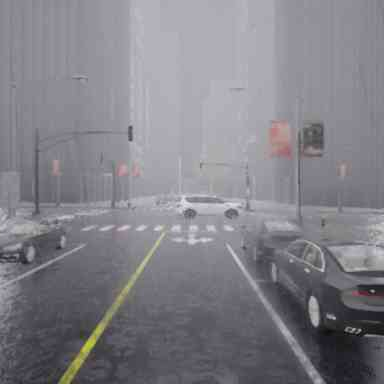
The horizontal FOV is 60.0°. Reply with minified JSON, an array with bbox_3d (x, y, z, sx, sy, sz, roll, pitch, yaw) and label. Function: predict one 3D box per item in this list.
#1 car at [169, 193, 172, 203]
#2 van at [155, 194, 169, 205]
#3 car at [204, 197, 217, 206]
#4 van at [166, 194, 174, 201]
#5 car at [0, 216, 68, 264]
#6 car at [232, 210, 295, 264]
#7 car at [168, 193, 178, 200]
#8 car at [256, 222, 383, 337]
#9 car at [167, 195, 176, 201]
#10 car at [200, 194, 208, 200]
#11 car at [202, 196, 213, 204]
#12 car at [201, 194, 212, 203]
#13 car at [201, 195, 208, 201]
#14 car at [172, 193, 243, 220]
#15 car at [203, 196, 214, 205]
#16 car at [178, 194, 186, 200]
[{"bbox_3d":[-5.444,1.518,70.369,1.947,1.339,4.313,0,0,1],"label":"car"},{"bbox_3d":[-5.540,1.299,59.344,1.690,1.788,3.998,0,0,1],"label":"van"},{"bbox_3d":[2.936,1.511,53.759,2.008,1.369,4.403,0,0,1],"label":"car"},{"bbox_3d":[-5.347,1.288,81.394,1.690,1.788,3.998,0,0,1],"label":"van"},{"bbox_3d":[-5.765,1.540,11.577,2.008,1.369,4.403,0,0,0],"label":"car"},{"bbox_3d":[2.760,1.540,11.576,2.008,1.369,4.403,0,0,0],"label":"car"},{"bbox_3d":[-5.250,1.257,92.419,2.192,1.841,5.009,0,0,1],"label":"car"},{"bbox_3d":[2.762,1.544,6.584,2.008,1.369,4.403,0,0,0],"label":"car"},{"bbox_3d":[-5.299,1.489,86.906,1.887,1.381,4.507,0,0,1],"label":"car"},{"bbox_3d":[3.274,1.382,92.349,1.967,1.590,4.097,0,0,1],"label":"car"},{"bbox_3d":[3.033,1.505,64.785,2.008,1.369,4.403,0,0,1],"label":"car"},{"bbox_3d":[3.081,1.267,70.297,2.192,1.841,5.009,0,0,1],"label":"car"},{"bbox_3d":[3.227,1.470,87.007,1.752,1.417,4.829,0,0,1],"label":"car"},{"bbox_3d":[1.392,1.251,27.142,5.566,2.045,2.150,0,0,0],"label":"car"},{"bbox_3d":[2.986,1.482,59.442,1.752,1.417,4.829,0,0,1],"label":"car"},{"bbox_3d":[-2.556,1.295,84.796,1.812,1.442,4.674,0,0,1],"label":"car"}]
